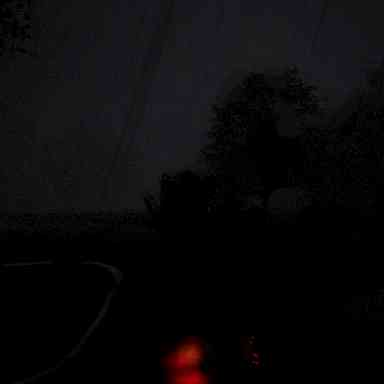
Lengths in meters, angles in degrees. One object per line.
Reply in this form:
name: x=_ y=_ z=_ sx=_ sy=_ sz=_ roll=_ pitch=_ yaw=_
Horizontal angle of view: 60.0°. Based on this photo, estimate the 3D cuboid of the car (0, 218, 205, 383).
car: x=-2.485 y=1.222 z=1.310 sx=5.566 sy=2.045 sz=2.150 roll=0 pitch=0 yaw=-36
